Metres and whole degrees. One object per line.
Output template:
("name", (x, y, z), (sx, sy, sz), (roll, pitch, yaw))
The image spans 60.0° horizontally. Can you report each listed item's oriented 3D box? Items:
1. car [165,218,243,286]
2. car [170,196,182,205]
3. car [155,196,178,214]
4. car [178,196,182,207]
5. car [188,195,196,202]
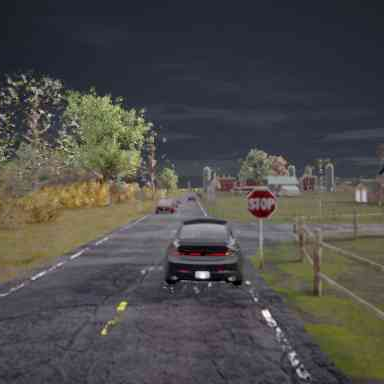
("car", (0.384, 1.507, 9.456), (1.837, 1.490, 4.892), (0, 0, 4))
("car", (-2.811, 1.462, 60.124), (1.837, 1.490, 4.892), (0, 1, 0))
("car", (-2.855, 1.470, 36.205), (1.882, 1.535, 5.008), (0, 0, 0))
("car", (-2.847, 1.472, 46.594), (2.128, 1.511, 4.902), (0, 0, 0))
("car", (-0.017, 1.426, 76.410), (1.837, 1.490, 4.892), (0, 0, 0))
